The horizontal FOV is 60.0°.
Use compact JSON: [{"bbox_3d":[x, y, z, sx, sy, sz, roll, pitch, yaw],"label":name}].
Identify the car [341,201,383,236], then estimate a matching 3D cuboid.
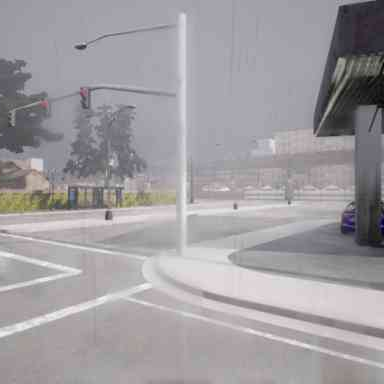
[{"bbox_3d":[9.458,1.295,17.721,2.242,1.667,4.611,0,0,37],"label":"car"}]
